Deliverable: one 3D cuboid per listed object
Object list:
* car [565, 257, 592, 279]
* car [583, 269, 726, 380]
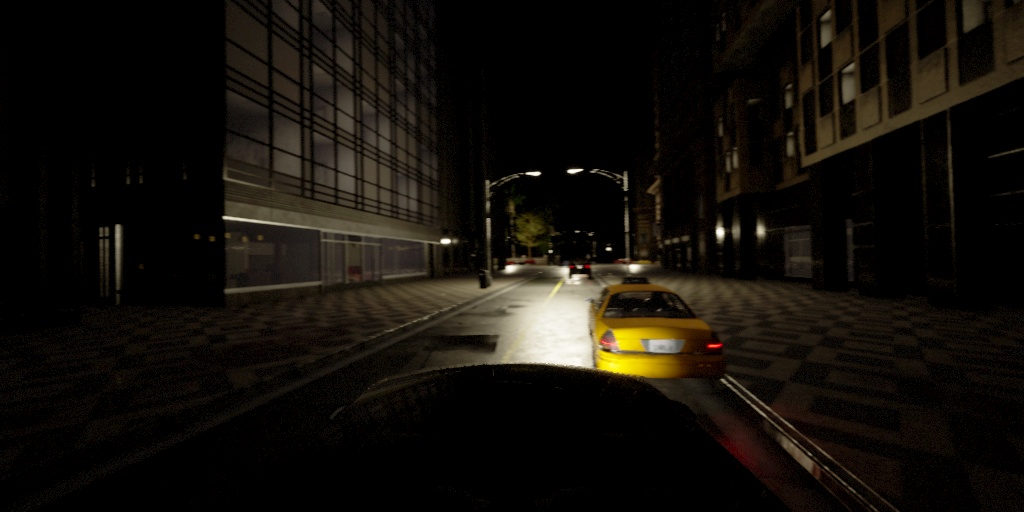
[{"bbox_3d":[6.555,1.129,34.603,2.150,2.045,5.566,-1,-1,11],"label":"car"},{"bbox_3d":[2.489,1.201,7.342,1.801,1.575,5.366,-1,-1,11],"label":"car"}]
